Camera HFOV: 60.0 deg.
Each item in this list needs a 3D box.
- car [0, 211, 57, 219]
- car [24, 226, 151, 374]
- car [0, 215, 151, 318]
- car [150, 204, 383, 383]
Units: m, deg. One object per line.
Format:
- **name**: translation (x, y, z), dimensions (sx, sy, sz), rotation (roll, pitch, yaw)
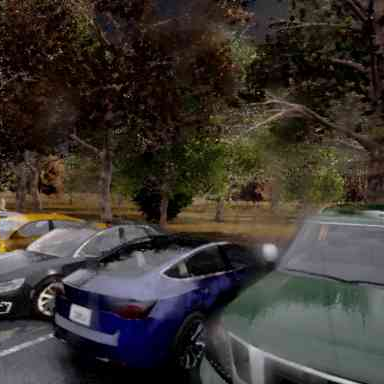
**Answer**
- **car**: translation (-4.476, 1.359, 8.964), dimensions (2.097, 1.535, 5.008), rotation (1, 1, 36)
- **car**: translation (0.069, 1.466, 5.749), dimensions (2.163, 1.488, 4.792), rotation (1, 1, 36)
- **car**: translation (-2.208, 1.399, 7.347), dimensions (2.231, 1.521, 4.892), rotation (1, 1, 36)
- **car**: translation (2.308, 1.223, 4.081), dimensions (2.435, 2.045, 5.566), rotation (1, 1, 36)
